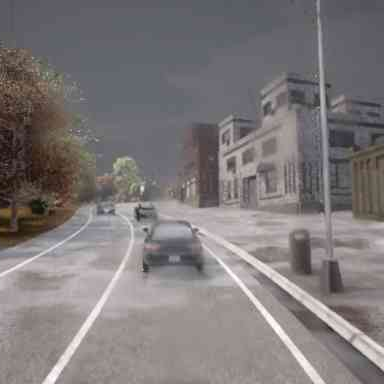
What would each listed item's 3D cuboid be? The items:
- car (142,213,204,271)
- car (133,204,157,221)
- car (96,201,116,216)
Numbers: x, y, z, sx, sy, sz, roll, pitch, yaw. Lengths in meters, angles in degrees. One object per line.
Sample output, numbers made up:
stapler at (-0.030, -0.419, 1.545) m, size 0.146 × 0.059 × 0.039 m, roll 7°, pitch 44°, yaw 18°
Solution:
car at (-0.686, 1.656, 11.267) m, size 1.812 × 1.442 × 4.674 m, roll 0°, pitch -1°, yaw -5°
car at (-4.415, 1.824, 31.164) m, size 2.128 × 1.511 × 4.902 m, roll 1°, pitch -1°, yaw -14°
car at (-9.369, 1.772, 36.276) m, size 2.128 × 1.511 × 4.902 m, roll 2°, pitch -1°, yaw -16°
